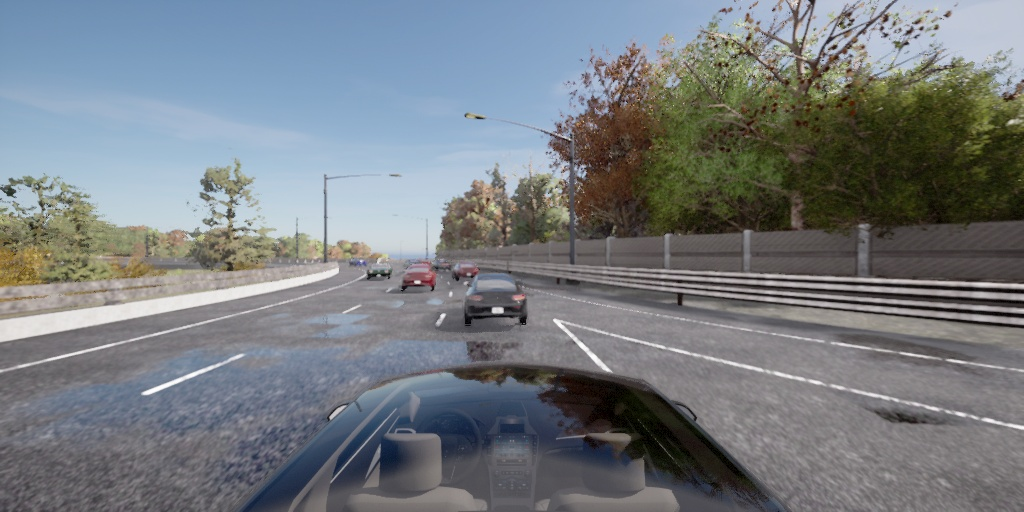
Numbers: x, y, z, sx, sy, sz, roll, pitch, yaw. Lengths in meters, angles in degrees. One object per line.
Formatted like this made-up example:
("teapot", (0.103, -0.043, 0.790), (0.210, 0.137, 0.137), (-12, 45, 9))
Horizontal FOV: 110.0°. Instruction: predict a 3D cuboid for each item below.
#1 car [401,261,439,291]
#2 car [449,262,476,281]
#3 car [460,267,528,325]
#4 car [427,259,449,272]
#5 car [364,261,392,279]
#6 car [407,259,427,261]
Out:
("car", (-5.521, 1.242, 21.562), (1.812, 1.442, 4.674), (0, 0, -11))
("car", (-3.824, 1.223, 29.310), (1.812, 1.442, 4.674), (0, 0, -14))
("car", (-0.598, 1.255, 11.698), (1.812, 1.442, 4.674), (0, 0, -6))
("car", (-8.911, 1.164, 44.662), (2.128, 1.511, 4.902), (0, 0, -22))
("car", (-11.478, 1.305, 31.301), (1.895, 1.301, 4.718), (0, 0, -17))
("car", (-11.698, 1.173, 42.323), (2.128, 1.511, 4.902), (0, 0, -21))
